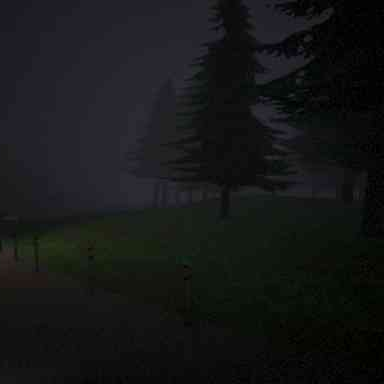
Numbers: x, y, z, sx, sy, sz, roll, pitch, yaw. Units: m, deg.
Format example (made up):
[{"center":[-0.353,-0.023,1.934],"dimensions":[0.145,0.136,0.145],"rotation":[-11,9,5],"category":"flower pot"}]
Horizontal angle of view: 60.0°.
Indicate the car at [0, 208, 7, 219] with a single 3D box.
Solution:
[{"center":[-21.790,2.274,36.083],"dimensions":[2.128,1.511,4.902],"rotation":[3,-2,-10],"category":"car"}]
